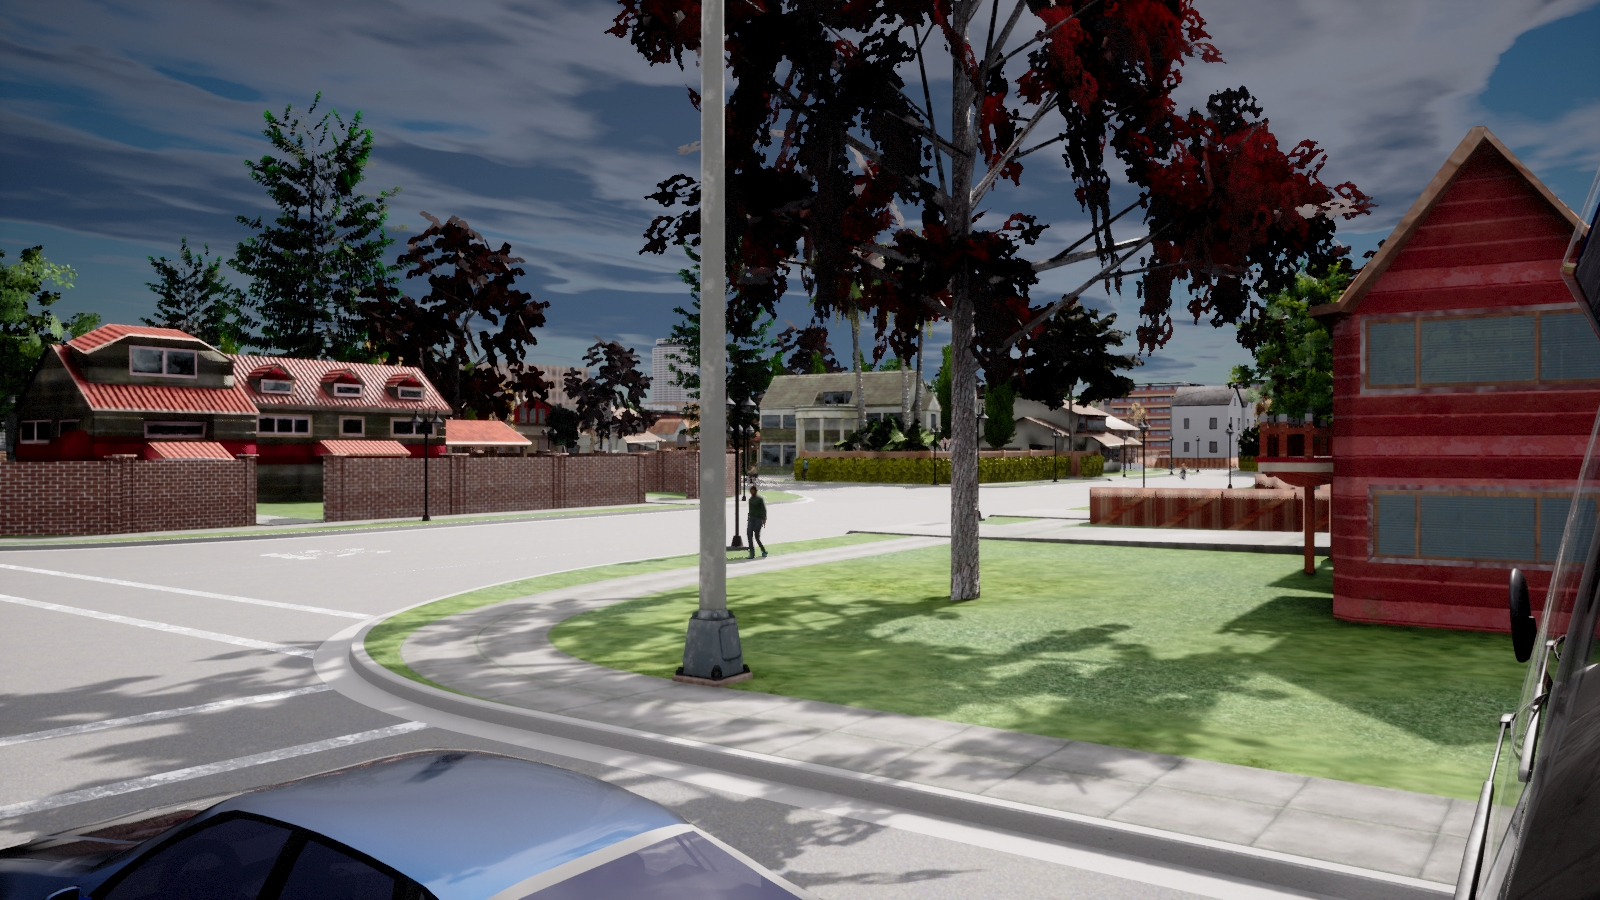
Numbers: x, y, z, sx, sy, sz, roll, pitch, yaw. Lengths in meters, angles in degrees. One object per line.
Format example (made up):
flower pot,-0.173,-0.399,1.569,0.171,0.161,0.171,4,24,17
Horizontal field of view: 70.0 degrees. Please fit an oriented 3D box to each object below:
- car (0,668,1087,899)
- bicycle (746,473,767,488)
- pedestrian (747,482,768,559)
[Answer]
car,-1.713,2.106,4.943,5.357,1.411,2.033,0,0,36
bicycle,-3.227,2.256,84.305,0.859,1.080,1.487,0,0,34
pedestrian,-1.031,1.704,27.787,0.375,1.860,0.375,0,0,35
